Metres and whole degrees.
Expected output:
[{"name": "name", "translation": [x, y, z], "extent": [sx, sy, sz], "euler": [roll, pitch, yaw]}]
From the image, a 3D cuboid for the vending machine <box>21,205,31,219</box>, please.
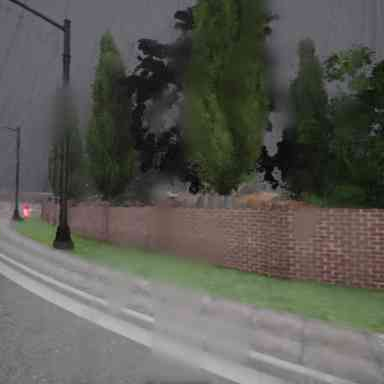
[{"name": "vending machine", "translation": [-25.698, 3.076, 51.593], "extent": [1.100, 2.100, 0.880], "euler": [2, -3, -13]}]
